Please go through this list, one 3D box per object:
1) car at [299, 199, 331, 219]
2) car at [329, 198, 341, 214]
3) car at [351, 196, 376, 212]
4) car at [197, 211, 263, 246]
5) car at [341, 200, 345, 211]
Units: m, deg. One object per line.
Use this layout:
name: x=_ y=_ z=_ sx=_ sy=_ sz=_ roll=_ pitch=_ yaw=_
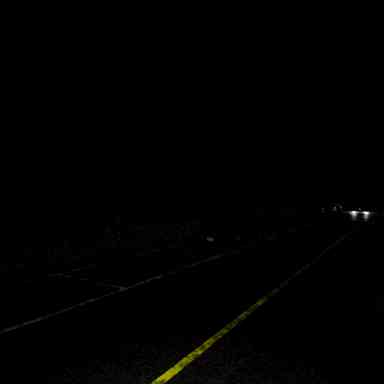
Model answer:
car: x=10.702 y=1.583 z=29.454 sx=1.802 sy=1.307 sz=4.206 roll=0 pitch=0 yaw=32
car: x=13.638 y=1.568 z=34.135 sx=1.947 sy=1.339 sz=4.313 roll=0 pitch=0 yaw=32
car: x=20.374 y=1.550 z=39.870 sx=2.033 sy=1.411 sz=5.357 roll=0 pitch=0 yaw=32
car: x=1.897 y=1.566 z=15.411 sx=1.947 sy=1.339 sz=4.313 roll=0 pitch=0 yaw=32
car: x=16.573 y=1.442 z=38.816 sx=1.967 sy=1.590 sz=4.097 roll=0 pitch=0 yaw=32
